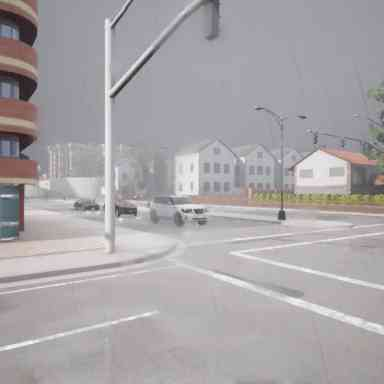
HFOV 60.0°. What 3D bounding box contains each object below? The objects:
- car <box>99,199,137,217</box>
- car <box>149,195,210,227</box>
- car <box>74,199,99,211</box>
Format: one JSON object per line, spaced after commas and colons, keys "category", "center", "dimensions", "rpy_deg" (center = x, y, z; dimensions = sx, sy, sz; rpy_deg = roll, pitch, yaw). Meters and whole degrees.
{"category": "car", "center": [-6.959, 1.476, 32.054], "dimensions": [1.882, 1.535, 5.008], "rpy_deg": [0, 0, -34]}
{"category": "car", "center": [-1.053, 1.221, 23.514], "dimensions": [2.150, 2.045, 5.566], "rpy_deg": [0, 0, -35]}
{"category": "car", "center": [-13.002, 1.547, 40.815], "dimensions": [2.033, 1.411, 5.357], "rpy_deg": [0, 0, -35]}
